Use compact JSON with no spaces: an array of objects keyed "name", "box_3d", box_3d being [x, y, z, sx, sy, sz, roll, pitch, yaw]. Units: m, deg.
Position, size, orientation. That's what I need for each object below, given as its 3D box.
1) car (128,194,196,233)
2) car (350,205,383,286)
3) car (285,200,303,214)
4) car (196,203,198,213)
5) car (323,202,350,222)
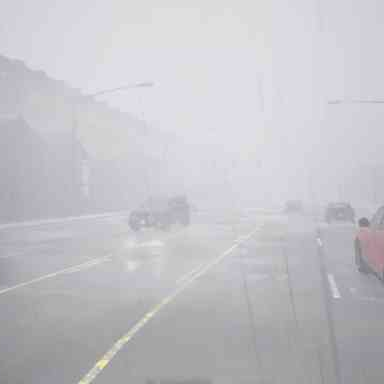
[{"name":"car","box_3d":[-1.786,1.212,20.404,2.150,2.045,5.566,0,1,18]},{"name":"car","box_3d":[5.099,1.222,7.221,2.150,2.045,5.566,0,0,17]},{"name":"car","box_3d":[11.114,1.547,36.290,2.033,1.411,5.357,0,0,18]},{"name":"car","box_3d":[-0.669,1.526,34.724,1.812,1.442,4.674,0,0,18]},{"name":"car","box_3d":[11.247,1.478,25.642,1.882,1.535,5.008,0,0,18]}]
